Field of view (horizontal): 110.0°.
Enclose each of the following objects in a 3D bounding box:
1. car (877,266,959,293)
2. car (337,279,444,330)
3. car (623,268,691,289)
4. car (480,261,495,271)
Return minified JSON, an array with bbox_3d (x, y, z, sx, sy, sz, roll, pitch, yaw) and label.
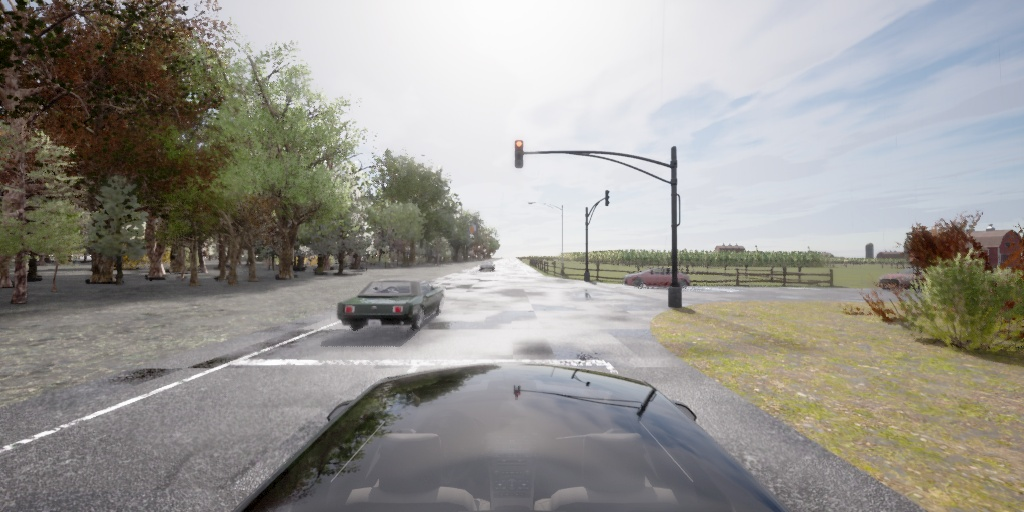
[{"bbox_3d":[26.802,1.450,23.410,4.553,1.767,2.097,1,-1,0],"label":"car"},{"bbox_3d":[-3.388,1.353,11.092,1.895,1.301,4.718,0,0,0],"label":"car"},{"bbox_3d":[9.737,1.488,24.240,4.181,1.385,1.994,1,-1,11],"label":"car"},{"bbox_3d":[-3.350,1.354,49.953,1.895,1.301,4.718,0,0,0],"label":"car"}]
